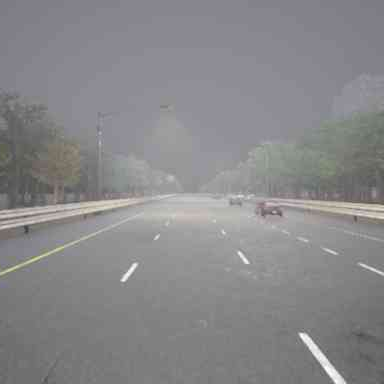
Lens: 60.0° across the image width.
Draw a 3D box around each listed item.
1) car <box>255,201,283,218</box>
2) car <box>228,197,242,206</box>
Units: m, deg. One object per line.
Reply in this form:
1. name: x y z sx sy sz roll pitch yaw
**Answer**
1. car: 7.032 1.553 30.631 1.812 1.442 4.674 0 0 0
2. car: 7.124 1.539 55.494 2.128 1.511 4.902 0 0 0
